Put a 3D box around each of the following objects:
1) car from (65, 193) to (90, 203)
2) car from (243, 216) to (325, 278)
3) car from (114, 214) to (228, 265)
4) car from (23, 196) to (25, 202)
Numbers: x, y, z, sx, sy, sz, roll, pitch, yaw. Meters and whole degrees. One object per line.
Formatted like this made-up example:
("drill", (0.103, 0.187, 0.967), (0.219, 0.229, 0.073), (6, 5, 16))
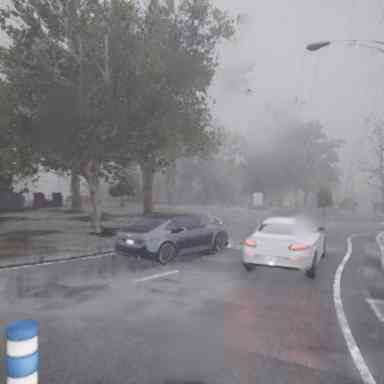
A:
("car", (-16.978, 0.830, 49.169), (4.674, 1.442, 1.812), (1, 1, 40))
("car", (2.891, 1.434, 9.977), (1.812, 1.442, 4.674), (1, 0, 26))
("car", (-0.557, 1.434, 11.369), (1.994, 1.385, 4.181), (1, 1, 40))
("car", (-23.346, 0.874, 40.904), (4.892, 1.490, 1.837), (0, 0, -22))
